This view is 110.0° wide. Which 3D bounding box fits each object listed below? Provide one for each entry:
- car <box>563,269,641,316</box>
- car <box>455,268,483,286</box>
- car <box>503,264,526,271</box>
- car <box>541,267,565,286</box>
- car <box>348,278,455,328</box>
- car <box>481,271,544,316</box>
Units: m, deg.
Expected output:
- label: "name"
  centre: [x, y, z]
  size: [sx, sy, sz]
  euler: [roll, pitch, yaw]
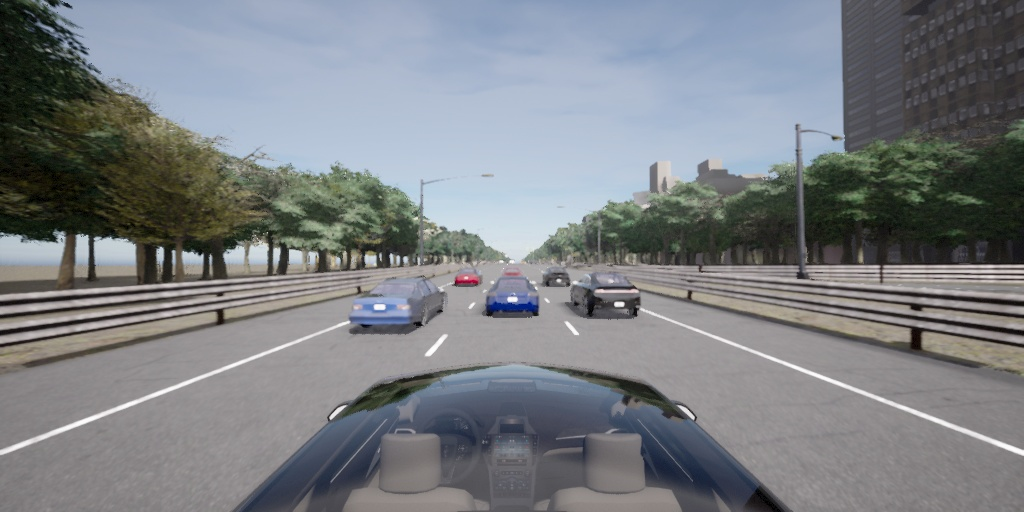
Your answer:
- label: "car"
  centre: [3.535, 1.406, 14.174]
  size: [2.128, 1.511, 4.902]
  euler: [0, -1, 1]
- label: "car"
  centre: [-3.471, 1.663, 29.347]
  size: [1.994, 1.385, 4.181]
  euler: [0, 0, 0]
- label: "car"
  centre: [0.030, 1.629, 29.841]
  size: [1.812, 1.442, 4.674]
  euler: [0, 0, 0]
- label: "car"
  centre: [3.526, 1.603, 29.177]
  size: [1.837, 1.490, 4.892]
  euler: [0, 0, 0]
- label: "car"
  centre: [-3.482, 1.432, 11.983]
  size: [2.033, 1.411, 5.357]
  euler: [0, -1, 0]
- label: "car"
  centre: [0.037, 1.480, 14.327]
  size: [1.994, 1.385, 4.181]
  euler: [0, -1, 0]
